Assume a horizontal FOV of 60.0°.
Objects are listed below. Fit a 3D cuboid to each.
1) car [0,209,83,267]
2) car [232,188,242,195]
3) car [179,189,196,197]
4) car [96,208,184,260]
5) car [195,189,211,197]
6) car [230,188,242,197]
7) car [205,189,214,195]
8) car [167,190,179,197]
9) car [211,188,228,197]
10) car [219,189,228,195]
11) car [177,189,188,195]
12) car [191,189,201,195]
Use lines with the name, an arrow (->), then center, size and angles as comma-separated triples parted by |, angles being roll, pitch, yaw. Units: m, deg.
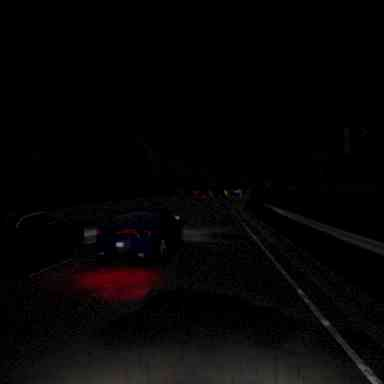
car -> -5.325, 1.311, 10.759 | 2.128, 1.511, 4.902 | 0, 1, 10
car -> 11.399, -0.118, 83.883 | 2.097, 1.767, 4.553 | 0, 1, 10
car -> -0.788, 0.337, 75.540 | 2.033, 1.411, 5.357 | 0, 1, 10
car -> -1.582, 1.287, 11.775 | 1.882, 1.535, 5.008 | 0, 1, 10
car -> 2.656, 0.291, 74.914 | 1.882, 1.535, 5.008 | 0, 1, 10
car -> 9.623, 0.433, 74.107 | 1.895, 1.301, 4.718 | 0, 1, 10
car -> 4.516, 0.048, 85.164 | 1.994, 1.385, 4.181 | 0, 1, 10
car -> -4.232, 0.322, 76.164 | 2.033, 1.411, 5.357 | 0, 1, 10
car -> 6.106, 0.053, 74.315 | 2.150, 2.045, 5.566 | 0, 1, 10
car -> 7.960, -0.011, 84.539 | 1.882, 1.535, 5.008 | 0, 1, 10
car -> -2.371, -0.058, 86.412 | 1.882, 1.535, 5.008 | 0, 1, 10
car -> 1.072, 0.032, 85.789 | 1.994, 1.385, 4.181 | 0, 1, 10
